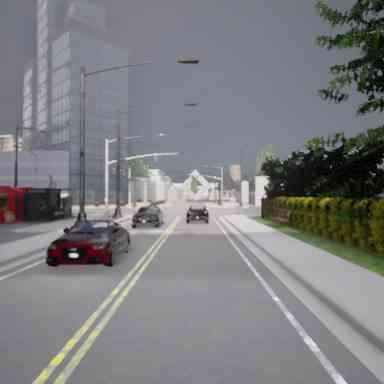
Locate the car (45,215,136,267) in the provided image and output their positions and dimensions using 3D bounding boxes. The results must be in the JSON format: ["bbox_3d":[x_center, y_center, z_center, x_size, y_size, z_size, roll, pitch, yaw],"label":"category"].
[{"bbox_3d":[-3.457,1.702,11.792,1.994,1.385,4.181,0,-1,1],"label":"car"}]

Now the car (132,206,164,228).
[{"bbox_3d":[-3.194,1.795,24.766,1.837,1.490,4.892,0,-1,1],"label":"car"}]

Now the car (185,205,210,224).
[{"bbox_3d":[0.455,1.823,28.287,2.128,1.511,4.902,0,-1,1],"label":"car"}]
